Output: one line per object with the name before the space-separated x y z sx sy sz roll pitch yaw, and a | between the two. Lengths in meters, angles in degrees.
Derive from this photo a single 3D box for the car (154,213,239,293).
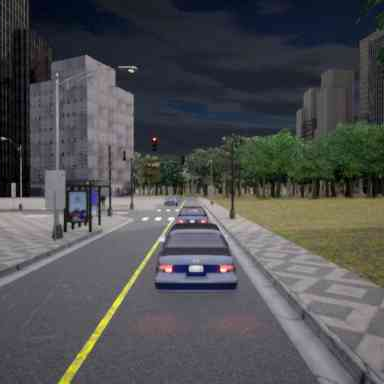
car | 0.080 1.540 8.987 2.033 1.411 5.357 0 0 0

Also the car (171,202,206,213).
car | 0.050 1.527 19.322 2.033 1.411 5.357 0 0 1

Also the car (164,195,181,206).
car | -3.163 1.270 51.107 2.097 1.767 4.553 0 0 0

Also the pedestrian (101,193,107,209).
pedestrian | -10.138 1.029 38.173 0.375 1.860 0.375 0 0 1
